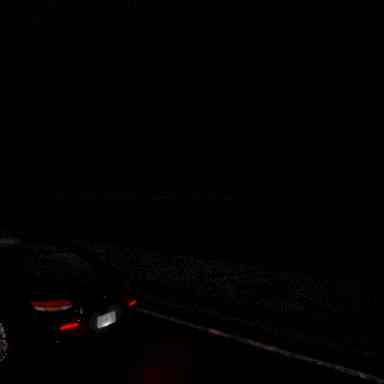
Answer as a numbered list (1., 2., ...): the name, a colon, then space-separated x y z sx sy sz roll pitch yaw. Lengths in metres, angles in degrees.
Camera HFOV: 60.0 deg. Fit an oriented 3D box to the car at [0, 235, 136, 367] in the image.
1. car: -2.992 1.490 5.695 4.674 1.442 1.812 0 0 35
